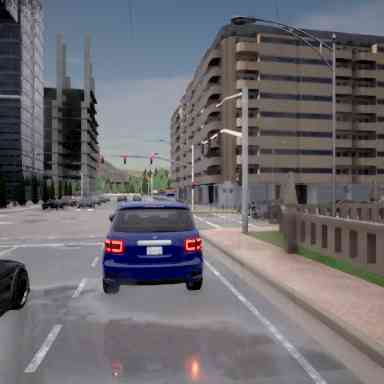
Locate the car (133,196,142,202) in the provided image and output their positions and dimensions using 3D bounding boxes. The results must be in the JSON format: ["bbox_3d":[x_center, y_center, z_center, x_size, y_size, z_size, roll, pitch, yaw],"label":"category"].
[{"bbox_3d":[-12.772,1.548,77.356,1.994,1.385,4.181,0,0,-10],"label":"car"}]

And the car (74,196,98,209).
[{"bbox_3d":[-14.646,1.505,46.338,1.837,1.490,4.892,0,0,-10],"label":"car"}]

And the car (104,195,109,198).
[{"bbox_3d":[-17.805,1.564,65.143,1.994,1.385,4.181,0,0,-10],"label":"car"}]

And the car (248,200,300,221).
[{"bbox_3d":[6.945,1.619,27.145,4.181,1.385,1.994,0,0,-10],"label":"car"}]

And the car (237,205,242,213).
[{"bbox_3d":[7.060,1.560,34.478,4.892,1.490,1.837,0,0,-10],"label":"car"}]

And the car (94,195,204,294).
[{"bbox_3d":[-1.088,1.221,9.059,2.150,2.045,5.566,0,0,-8],"label":"car"}]

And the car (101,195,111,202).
[{"bbox_3d":[-19.515,1.522,75.260,1.812,1.442,4.674,0,0,-10],"label":"car"}]

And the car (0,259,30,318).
[{"bbox_3d":[-4.092,1.564,5.077,1.994,1.385,4.181,0,0,-7],"label":"car"}]

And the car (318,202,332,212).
[{"bbox_3d":[16.135,1.560,36.085,4.892,1.490,1.837,0,0,-10],"label":"car"}]

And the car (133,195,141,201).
[{"bbox_3d":[-14.472,1.535,87.273,2.033,1.411,5.357,0,0,-10],"label":"car"}]

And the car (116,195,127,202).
[{"bbox_3d":[-16.202,1.524,76.651,2.128,1.511,4.902,0,0,-10],"label":"car"}]

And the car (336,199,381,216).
[{"bbox_3d":[16.524,1.619,32.596,4.181,1.385,1.994,0,0,-10],"label":"car"}]

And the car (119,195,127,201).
[{"bbox_3d":[-17.922,1.548,86.681,1.994,1.385,4.181,0,0,-10],"label":"car"}]

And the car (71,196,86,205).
[{"bbox_3d":[-20.509,1.526,60.005,1.812,1.442,4.674,0,0,-9],"label":"car"}]

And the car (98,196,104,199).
[{"bbox_3d":[-16.161,1.526,55.235,1.812,1.442,4.674,0,0,-10],"label":"car"}]

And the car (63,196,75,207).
[{"bbox_3d":[-18.958,1.352,50.769,2.097,1.767,4.553,0,0,-10],"label":"car"}]

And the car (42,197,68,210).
[{"bbox_3d":[-17.459,1.601,42.000,1.895,1.301,4.718,0,0,-10],"label":"car"}]

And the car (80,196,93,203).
[{"bbox_3d":[-22.108,1.552,69.677,1.994,1.385,4.181,0,0,-10],"label":"car"}]
